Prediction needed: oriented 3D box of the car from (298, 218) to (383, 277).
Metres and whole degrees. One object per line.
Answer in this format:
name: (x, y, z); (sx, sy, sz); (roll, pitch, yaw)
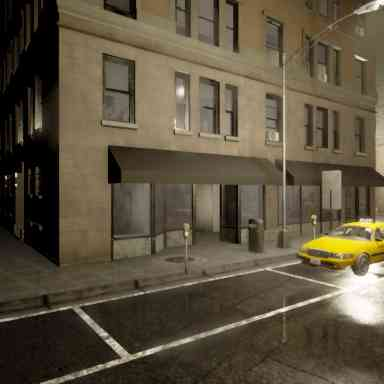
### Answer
car: (5.253, 1.526, 10.273); (4.829, 1.417, 1.752); (0, 0, -35)
